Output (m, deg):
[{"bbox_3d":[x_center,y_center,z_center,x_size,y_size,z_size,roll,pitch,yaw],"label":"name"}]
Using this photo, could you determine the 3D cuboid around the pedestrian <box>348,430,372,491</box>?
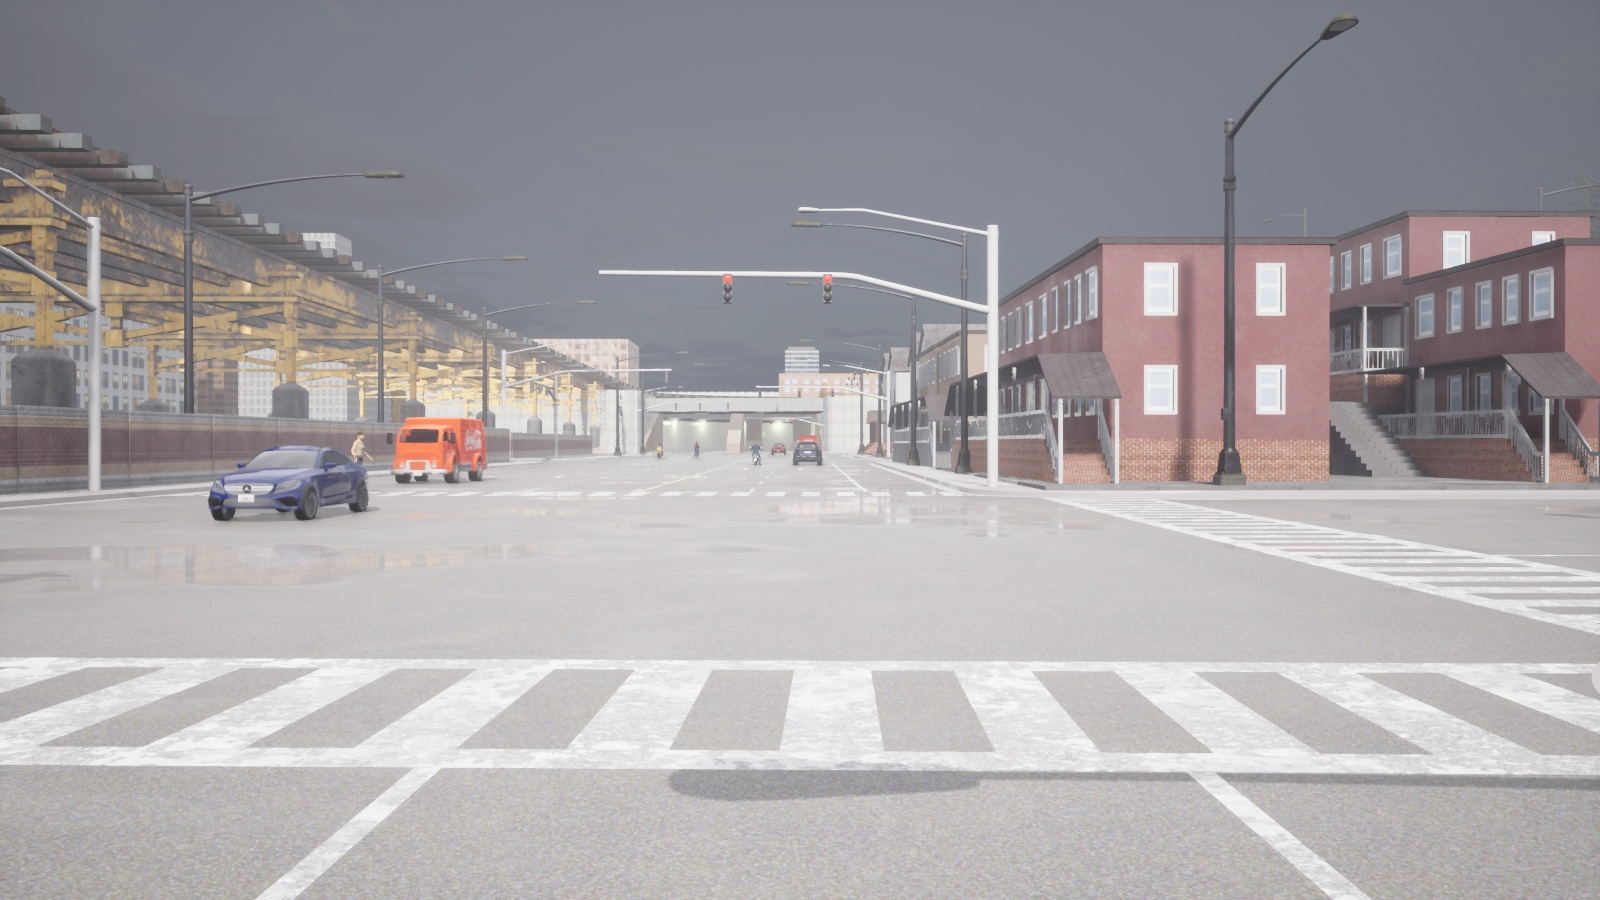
[{"bbox_3d":[-13.142,0.309,37.508,0.594,1.836,0.345,0,0,4],"label":"pedestrian"}]

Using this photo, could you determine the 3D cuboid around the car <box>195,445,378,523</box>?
[{"bbox_3d":[-10.332,0.619,25.701,1.812,1.442,4.674,0,0,0],"label":"car"}]

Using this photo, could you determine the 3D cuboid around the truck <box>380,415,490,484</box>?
[{"bbox_3d":[-13.703,-0.020,47.545,2.627,2.467,5.204,0,0,0],"label":"truck"}]

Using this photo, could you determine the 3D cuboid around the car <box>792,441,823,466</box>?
[{"bbox_3d":[0.515,0.201,84.301,2.033,1.649,4.856,0,0,0],"label":"car"}]
